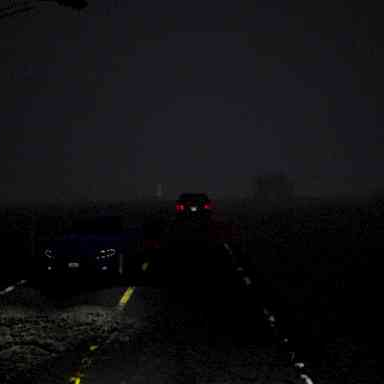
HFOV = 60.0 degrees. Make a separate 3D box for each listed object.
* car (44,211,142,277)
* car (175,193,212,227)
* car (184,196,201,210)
[{"bbox_3d":[-2.754,1.413,10.226,1.882,1.535,5.008,0,0,0],"label":"car"},{"bbox_3d":[0.095,1.088,21.505,2.150,2.045,5.566,0,0,0],"label":"car"},{"bbox_3d":[0.084,1.259,39.151,1.882,1.535,5.008,0,0,0],"label":"car"}]
